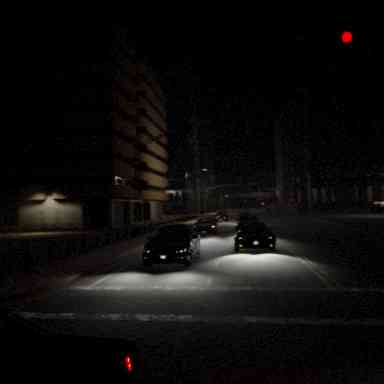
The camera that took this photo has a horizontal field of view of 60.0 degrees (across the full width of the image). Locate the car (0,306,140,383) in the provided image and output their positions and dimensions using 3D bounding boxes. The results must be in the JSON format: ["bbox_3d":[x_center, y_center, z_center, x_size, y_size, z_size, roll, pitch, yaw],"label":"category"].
[{"bbox_3d":[-3.010,1.849,3.063,4.718,1.301,1.895,-2,-3,8],"label":"car"}]

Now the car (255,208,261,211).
[{"bbox_3d":[16.977,4.949,86.868,1.812,1.442,4.674,-2,-3,8],"label":"car"}]

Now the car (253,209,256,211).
[{"bbox_3d":[7.260,3.379,44.637,1.812,1.442,4.674,-2,-3,9],"label":"car"}]

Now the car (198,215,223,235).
[{"bbox_3d":[1.235,2.862,27.833,1.895,1.301,4.718,-2,-3,8],"label":"car"}]

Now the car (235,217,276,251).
[{"bbox_3d":[3.297,2.298,17.712,1.994,1.385,4.181,-2,-3,8],"label":"car"}]

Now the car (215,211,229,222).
[{"bbox_3d":[4.462,3.670,49.441,1.837,1.490,4.892,-2,-3,8],"label":"car"}]

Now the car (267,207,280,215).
[{"bbox_3d":[18.996,4.490,76.474,1.812,1.442,4.674,-2,-3,8],"label":"car"}]

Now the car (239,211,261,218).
[{"bbox_3d":[4.957,2.703,29.165,2.128,1.511,4.902,-2,-3,8],"label":"car"}]

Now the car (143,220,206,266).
[{"bbox_3d":[-0.711,2.209,14.463,1.837,1.490,4.892,-2,-3,8],"label":"car"}]
